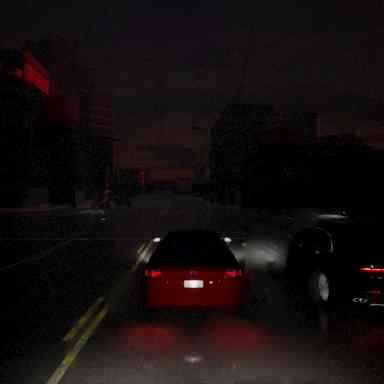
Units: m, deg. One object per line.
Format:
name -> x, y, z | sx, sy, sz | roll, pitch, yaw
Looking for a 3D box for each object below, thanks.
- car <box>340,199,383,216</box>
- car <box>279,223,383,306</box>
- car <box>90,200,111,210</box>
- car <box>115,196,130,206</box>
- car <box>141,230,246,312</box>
car -> 15.700, 1.313, 28.739 | 5.357, 1.411, 2.033 | -1, 0, -4
car -> 3.505, 1.505, 8.005 | 1.837, 1.490, 4.892 | 0, 0, 0
car -> -12.283, 1.735, 44.673 | 1.895, 1.301, 4.718 | 0, -1, -3
car -> -13.394, 1.759, 64.707 | 2.150, 2.045, 5.566 | 0, -2, -3
car -> 0.009, 1.564, 7.776 | 1.994, 1.385, 4.181 | 0, 0, -1
